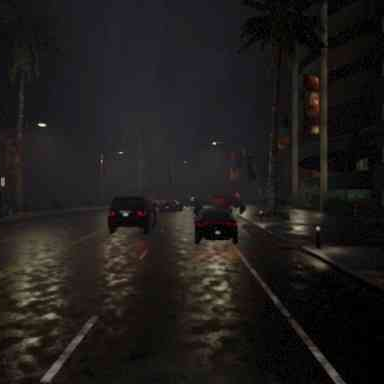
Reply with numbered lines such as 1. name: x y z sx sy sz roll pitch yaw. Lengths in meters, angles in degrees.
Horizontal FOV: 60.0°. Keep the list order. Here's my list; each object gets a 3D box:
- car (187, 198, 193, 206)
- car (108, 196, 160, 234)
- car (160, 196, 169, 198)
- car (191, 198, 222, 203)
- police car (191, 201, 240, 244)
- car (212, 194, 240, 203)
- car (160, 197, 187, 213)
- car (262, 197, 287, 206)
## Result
1. car: 0.305 1.624 52.724 2.033 1.411 5.357 0 0 34
2. car: -3.400 1.250 19.731 2.150 2.045 5.566 0 0 0
3. car: -4.816 1.425 50.750 2.097 1.767 4.553 0 0 30
4. car: 1.050 1.516 26.043 1.882 1.535 5.008 0 0 0
5. police car: 1.050 1.449 16.153 1.930 1.638 5.238 0 0 0
6. car: 4.739 1.291 46.880 2.150 2.045 5.566 0 0 34
7. car: -2.251 1.618 37.510 1.994 1.385 4.181 0 0 11
8. car: 14.302 1.561 57.214 5.008 1.535 1.882 0 0 -35
